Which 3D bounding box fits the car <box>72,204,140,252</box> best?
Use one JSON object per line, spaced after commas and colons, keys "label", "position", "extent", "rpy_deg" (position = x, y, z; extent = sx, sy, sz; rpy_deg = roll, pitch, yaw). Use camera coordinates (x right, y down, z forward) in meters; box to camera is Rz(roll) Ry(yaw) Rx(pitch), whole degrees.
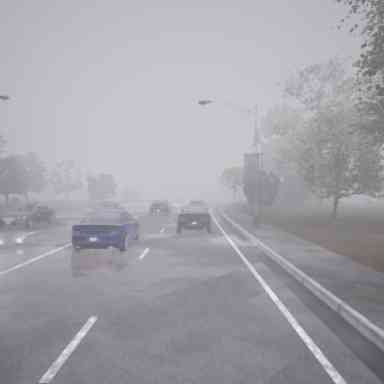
{"label": "car", "position": [-3.403, 1.477, 13.955], "extent": [1.882, 1.535, 5.008], "rpy_deg": [0, 0, 0]}

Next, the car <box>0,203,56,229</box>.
{"label": "car", "position": [-10.532, 1.490, 21.553], "extent": [2.128, 1.511, 4.902], "rpy_deg": [0, 0, 1]}

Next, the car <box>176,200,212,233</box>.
{"label": "car", "position": [0.136, 1.476, 19.907], "extent": [1.882, 1.535, 5.008], "rpy_deg": [0, 0, 0]}

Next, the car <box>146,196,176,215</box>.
{"label": "car", "position": [-3.072, 1.503, 33.714], "extent": [1.837, 1.490, 4.892], "rpy_deg": [0, 0, 2]}

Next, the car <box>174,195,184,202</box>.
{"label": "car", "position": [-2.804, 1.454, 67.387], "extent": [2.128, 1.511, 4.902], "rpy_deg": [0, 0, 12]}

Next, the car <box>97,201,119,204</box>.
{"label": "car", "position": [-6.945, 1.489, 27.209], "extent": [2.128, 1.511, 4.902], "rpy_deg": [0, 0, 1]}
